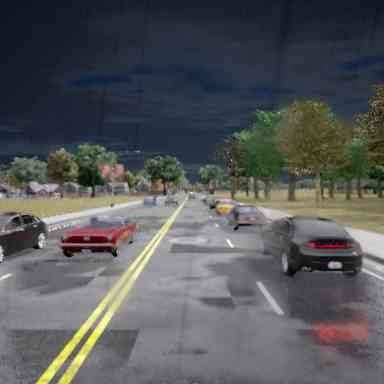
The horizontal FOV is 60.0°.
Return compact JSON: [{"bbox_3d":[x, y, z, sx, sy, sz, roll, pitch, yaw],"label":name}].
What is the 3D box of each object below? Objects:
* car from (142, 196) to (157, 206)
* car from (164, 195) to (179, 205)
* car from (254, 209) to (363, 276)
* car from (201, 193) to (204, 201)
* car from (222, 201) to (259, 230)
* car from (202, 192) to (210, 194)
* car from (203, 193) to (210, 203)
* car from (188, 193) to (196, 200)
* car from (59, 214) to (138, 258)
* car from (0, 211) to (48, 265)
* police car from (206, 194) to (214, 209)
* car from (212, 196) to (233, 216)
[{"bbox_3d":[-6.570,1.396,52.453,1.812,1.442,4.674,0,0,0],"label":"car"},{"bbox_3d":[-3.314,1.220,54.357,2.097,1.767,4.553,0,0,0],"label":"car"},{"bbox_3d":[3.351,1.469,10.206,1.837,1.490,4.892,0,0,0],"label":"car"},{"bbox_3d":[3.247,1.414,64.407,1.994,1.385,4.181,0,0,0],"label":"car"},{"bbox_3d":[3.249,1.486,20.401,2.033,1.411,5.357,0,0,0],"label":"car"},{"bbox_3d":[3.246,1.053,75.438,2.150,2.045,5.566,0,0,0],"label":"car"},{"bbox_3d":[3.247,1.325,53.595,1.801,1.575,5.366,0,0,0],"label":"car"},{"bbox_3d":[-0.004,1.188,83.963,2.128,1.511,4.902,0,0,0],"label":"car"},{"bbox_3d":[-3.352,1.559,12.791,1.895,1.301,4.718,0,0,0],"label":"car"},{"bbox_3d":[-6.601,1.467,11.275,1.837,1.490,4.892,0,0,0],"label":"car"},{"bbox_3d":[3.248,1.395,42.405,2.038,1.542,4.974,0,0,0],"label":"police car"},{"bbox_3d":[3.248,1.370,31.592,1.801,1.575,5.366,0,0,0],"label":"car"}]
